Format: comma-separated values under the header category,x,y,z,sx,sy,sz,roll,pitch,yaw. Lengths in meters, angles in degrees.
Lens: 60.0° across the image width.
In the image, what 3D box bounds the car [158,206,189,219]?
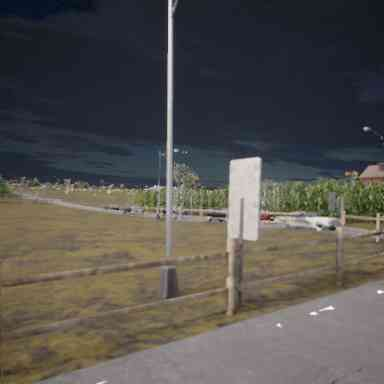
category,x,y,z,sx,sy,sz,roll,pitch,yaw
car,-2.318,2.403,40.096,1.882,1.535,5.008,3,-3,-35

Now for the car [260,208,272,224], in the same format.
category,x,y,z,sx,sy,sz,roll,pitch,yaw
car,6.097,2.332,33.353,1.882,1.535,5.008,3,-3,-35

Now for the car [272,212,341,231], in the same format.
category,x,y,z,sx,sy,sz,roll,pitch,yaw
car,8.630,2.136,24.777,1.895,1.301,4.718,3,-3,-37

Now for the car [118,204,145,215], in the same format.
category,x,y,z,sx,sy,sz,roll,pitch,yaw
car,-8.583,2.587,48.956,2.128,1.511,4.902,3,-3,-35

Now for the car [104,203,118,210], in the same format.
category,x,y,z,sx,sy,sz,roll,pitch,yaw
car,-15.307,2.844,63.409,1.994,1.385,4.181,3,-2,-35

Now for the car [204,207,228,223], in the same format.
category,x,y,z,sx,sy,sz,roll,pitch,yaw
car,3.177,2.238,32.373,1.837,1.490,4.892,3,-3,-36
